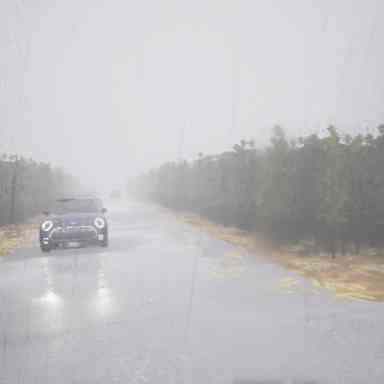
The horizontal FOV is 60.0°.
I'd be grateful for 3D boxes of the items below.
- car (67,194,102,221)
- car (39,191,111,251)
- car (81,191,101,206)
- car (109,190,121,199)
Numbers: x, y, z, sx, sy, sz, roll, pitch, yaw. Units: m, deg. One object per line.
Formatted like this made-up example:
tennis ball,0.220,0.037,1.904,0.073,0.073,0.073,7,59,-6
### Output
car,-7.020,0.920,22.023,1.994,1.385,4.181,-1,2,-15
car,-4.325,0.992,12.445,2.097,1.767,4.553,-2,2,-17
car,-10.491,0.629,34.680,1.812,1.442,4.674,-1,1,-15
car,-12.645,0.351,54.826,2.033,1.411,5.357,-1,2,-15
